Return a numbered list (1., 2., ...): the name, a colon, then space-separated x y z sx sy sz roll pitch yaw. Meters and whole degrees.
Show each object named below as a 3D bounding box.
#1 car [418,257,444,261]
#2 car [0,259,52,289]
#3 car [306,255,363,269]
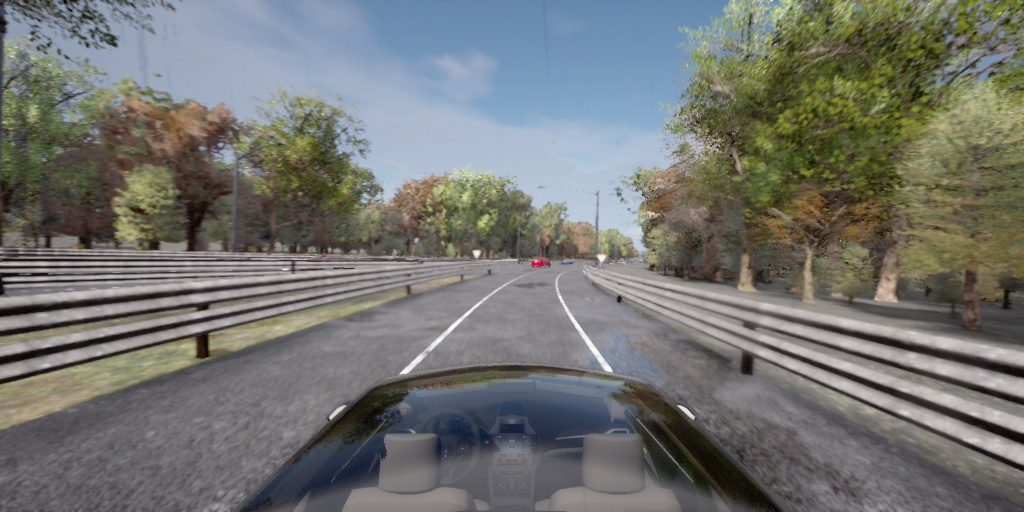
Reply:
1. car: -10.762 0.886 49.798 2.033 1.411 5.357 2 0 27
2. car: -21.215 0.650 13.569 1.895 1.301 4.718 2 0 27
3. car: -15.745 0.687 32.156 1.882 1.535 5.008 2 0 27
